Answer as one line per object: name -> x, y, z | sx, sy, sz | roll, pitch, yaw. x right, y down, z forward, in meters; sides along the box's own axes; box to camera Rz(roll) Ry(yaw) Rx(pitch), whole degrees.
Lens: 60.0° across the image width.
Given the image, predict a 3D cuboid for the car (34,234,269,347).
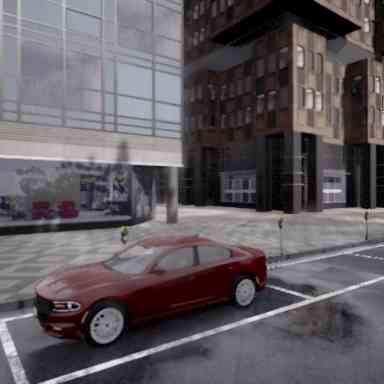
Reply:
car -> -0.511, 1.541, 6.290 | 4.507, 1.381, 1.887 | 0, 0, -36
